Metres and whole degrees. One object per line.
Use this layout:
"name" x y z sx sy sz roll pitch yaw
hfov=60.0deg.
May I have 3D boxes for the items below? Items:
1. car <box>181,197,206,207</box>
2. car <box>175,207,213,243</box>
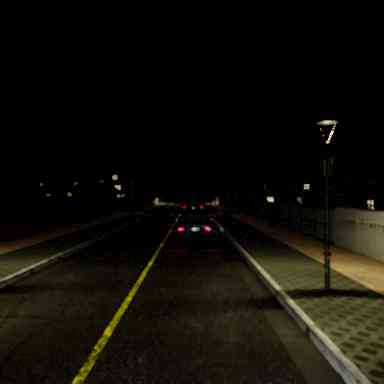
"car" 0.117 1.532 31.410 2.150 2.045 5.566 0 -1 0
"car" 0.109 1.717 17.161 2.033 1.411 5.357 0 -1 0
